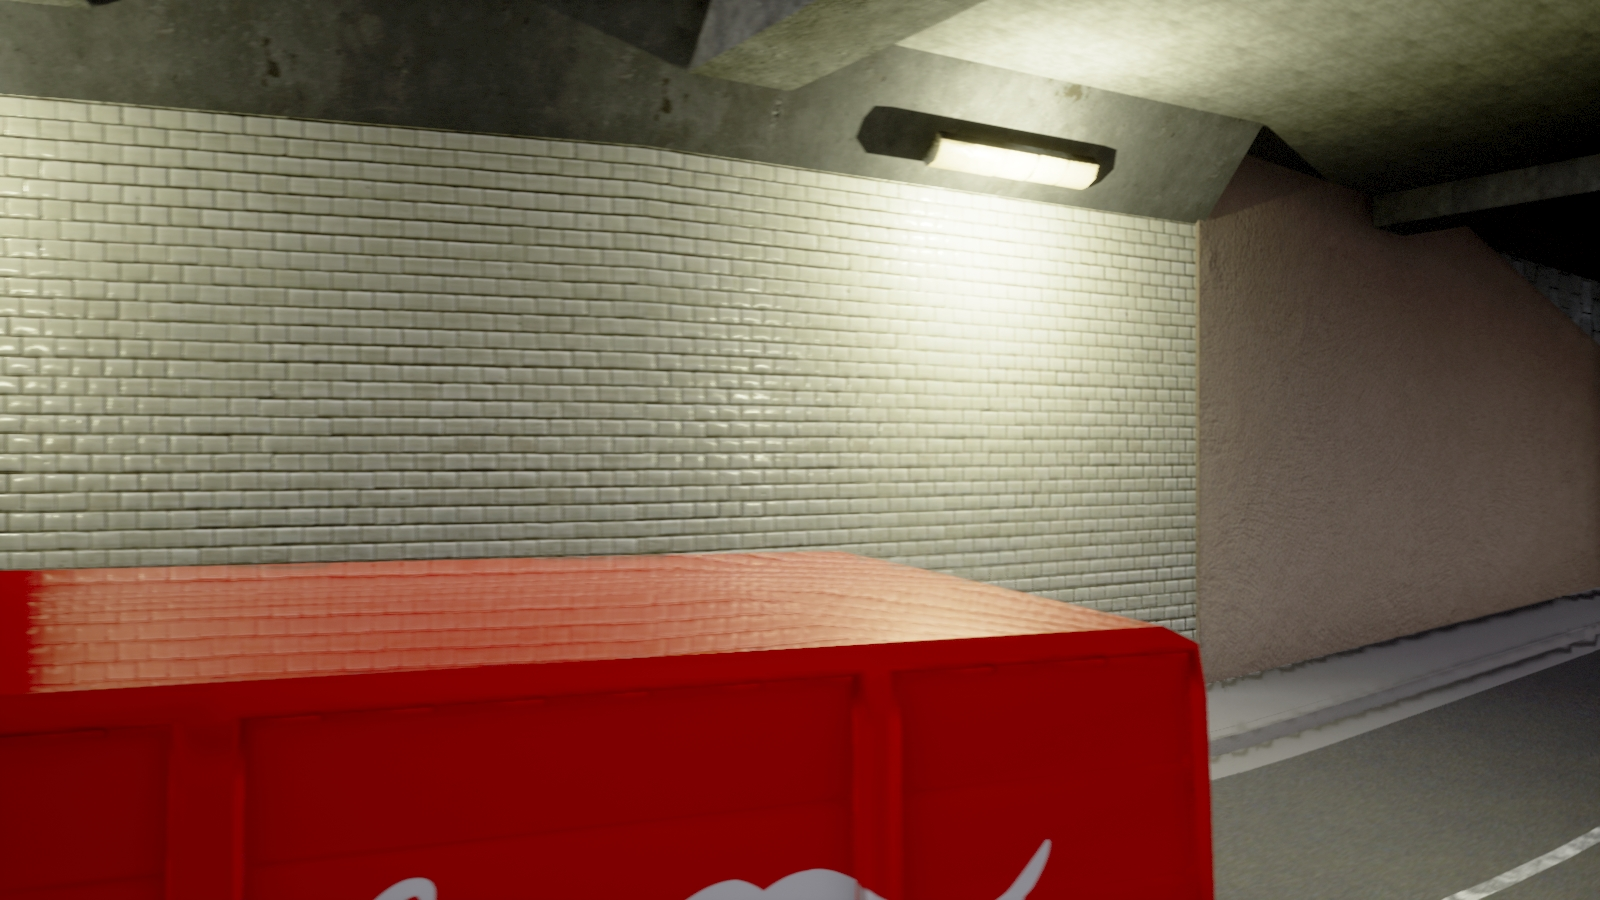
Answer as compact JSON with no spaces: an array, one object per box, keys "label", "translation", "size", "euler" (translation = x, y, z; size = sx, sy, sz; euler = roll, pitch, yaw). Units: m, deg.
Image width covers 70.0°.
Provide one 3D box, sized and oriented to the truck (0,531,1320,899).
[{"label":"truck","translation":[-1.897,1.572,2.536],"size":[5.204,2.467,2.627],"euler":[0,0,-20]}]
